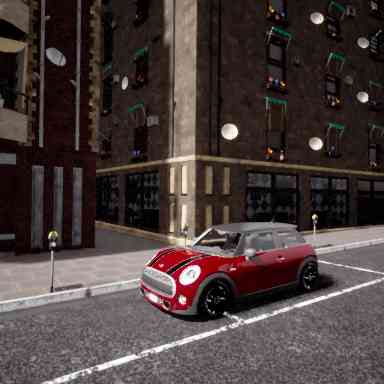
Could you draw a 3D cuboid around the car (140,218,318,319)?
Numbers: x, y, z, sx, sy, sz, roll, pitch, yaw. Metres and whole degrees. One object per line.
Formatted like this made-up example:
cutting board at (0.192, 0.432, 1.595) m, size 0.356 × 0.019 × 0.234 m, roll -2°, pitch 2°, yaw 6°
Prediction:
car at (0.907, 1.442, 7.335) m, size 4.097 × 1.590 × 1.967 m, roll 0°, pitch 1°, yaw -35°
